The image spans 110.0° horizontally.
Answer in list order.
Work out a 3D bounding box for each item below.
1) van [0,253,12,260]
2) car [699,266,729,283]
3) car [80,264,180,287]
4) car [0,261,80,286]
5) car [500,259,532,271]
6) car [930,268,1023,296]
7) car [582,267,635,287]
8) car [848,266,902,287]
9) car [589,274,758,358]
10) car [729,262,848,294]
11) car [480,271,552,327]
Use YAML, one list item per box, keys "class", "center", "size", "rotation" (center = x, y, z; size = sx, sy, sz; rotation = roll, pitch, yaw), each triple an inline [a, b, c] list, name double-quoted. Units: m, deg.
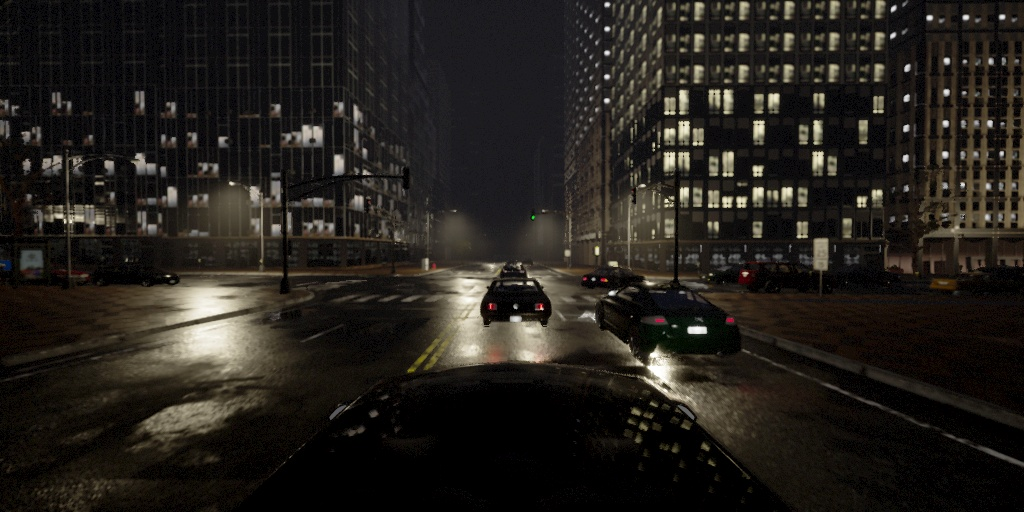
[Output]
- class: "van"
  center: [-45.294, 0.595, 30.709]
  size: [3.998, 1.789, 1.690]
  rotation: [0, 0, 1]
- class: "car"
  center: [16.437, 1.423, 27.002]
  size: [4.181, 1.385, 1.994]
  rotation: [1, 1, 1]
- class: "car"
  center: [-22.736, 1.169, 21.747]
  size: [4.313, 1.339, 1.948]
  rotation: [0, 0, 1]
- class: "car"
  center: [-28.420, 1.133, 21.879]
  size: [4.207, 1.307, 1.802]
  rotation: [0, 0, 1]
- class: "car"
  center: [0.107, 1.217, 26.548]
  size: [2.128, 1.511, 4.902]
  rotation: [1, 1, 0]
- class: "car"
  center: [27.638, 1.578, 21.033]
  size: [4.829, 1.417, 1.751]
  rotation: [0, 0, 1]
- class: "car"
  center: [6.505, 1.394, 22.632]
  size: [2.033, 1.411, 5.357]
  rotation: [1, 1, 44]
- class: "car"
  center: [25.719, 1.488, 26.840]
  size: [5.357, 1.411, 2.033]
  rotation: [1, 1, 1]
- class: "car"
  center: [3.348, 1.308, 8.498]
  size: [1.994, 1.385, 4.181]
  rotation: [0, 0, 0]
- class: "car"
  center: [16.189, 1.267, 21.228]
  size: [5.009, 1.841, 2.192]
  rotation: [0, 0, 1]
- class: "car"
  center: [0.097, 1.341, 11.516]
  size: [1.895, 1.301, 4.718]
  rotation: [0, 0, 0]
